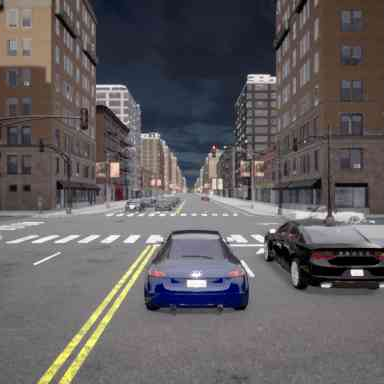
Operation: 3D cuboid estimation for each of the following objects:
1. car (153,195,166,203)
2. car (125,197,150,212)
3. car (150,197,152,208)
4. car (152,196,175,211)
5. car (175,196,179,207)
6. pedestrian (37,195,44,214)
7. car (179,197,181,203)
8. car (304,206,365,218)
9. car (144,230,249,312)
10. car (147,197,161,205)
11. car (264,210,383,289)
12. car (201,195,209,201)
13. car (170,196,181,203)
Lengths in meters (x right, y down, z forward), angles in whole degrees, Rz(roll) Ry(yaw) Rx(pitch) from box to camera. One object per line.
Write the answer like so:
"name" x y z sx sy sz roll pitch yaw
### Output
"car" -6.592 1.482 68.576 2.128 1.511 4.902 0 0 0
"car" -6.644 1.490 39.223 2.128 1.511 4.902 0 0 0
"car" -6.655 1.502 48.469 1.837 1.490 4.892 0 0 0
"car" -3.396 1.504 40.476 1.837 1.490 4.892 0 0 0
"car" -3.402 1.501 49.785 1.837 1.490 4.892 0 0 0
"pedestrian" -14.180 1.170 31.106 0.375 1.860 0.375 0 0 0
"car" -3.396 1.557 59.329 1.994 1.385 4.181 0 0 0
"car" 9.281 1.614 22.972 4.718 1.301 1.895 0 0 0
"car" 0.079 1.564 7.800 1.994 1.385 4.181 0 0 0
"car" -6.650 1.594 58.393 1.895 1.301 4.718 0 0 0
"car" 3.327 1.478 9.180 1.882 1.535 5.008 0 0 0
"car" 3.152 1.464 80.604 1.882 1.535 5.008 0 0 0
"car" -3.335 1.500 69.715 2.033 1.411 5.357 0 0 0
